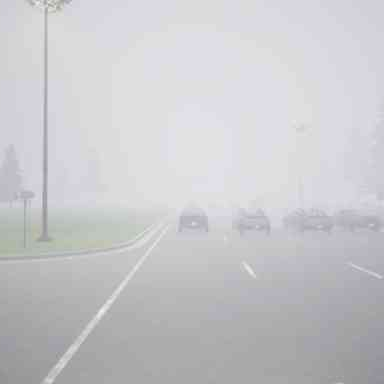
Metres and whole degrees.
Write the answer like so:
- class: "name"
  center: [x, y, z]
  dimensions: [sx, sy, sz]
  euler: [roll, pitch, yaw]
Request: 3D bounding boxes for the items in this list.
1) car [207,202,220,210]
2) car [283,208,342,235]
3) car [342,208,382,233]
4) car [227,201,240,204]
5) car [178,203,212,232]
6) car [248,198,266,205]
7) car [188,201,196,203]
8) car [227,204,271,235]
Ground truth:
- class: "car"
  center: [3.495, 2.277, 55.143]
  dimensions: [1.994, 1.385, 4.181]
  euler: [0, -1, 0]
- class: "car"
  center: [7.098, 1.763, 20.836]
  dimensions: [2.128, 1.511, 4.902]
  euler: [0, -1, 0]
- class: "car"
  center: [10.599, 1.810, 21.957]
  dimensions: [1.812, 1.442, 4.674]
  euler: [0, -1, 0]
- class: "car"
  center: [6.995, 2.206, 55.236]
  dimensions: [2.128, 1.511, 4.902]
  euler: [0, -1, 0]
- class: "car"
  center: [0.098, 1.768, 22.427]
  dimensions: [1.882, 1.535, 5.008]
  euler: [0, 0, 0]
- class: "car"
  center: [10.495, 1.921, 54.118]
  dimensions: [2.150, 2.045, 5.566]
  euler: [0, -1, 0]
- class: "car"
  center: [-0.005, 2.214, 54.883]
  dimensions: [1.837, 1.490, 4.892]
  euler: [0, -1, 0]
- class: "car"
  center: [3.597, 1.763, 20.836]
  dimensions: [2.128, 1.511, 4.902]
  euler: [0, -1, 0]
